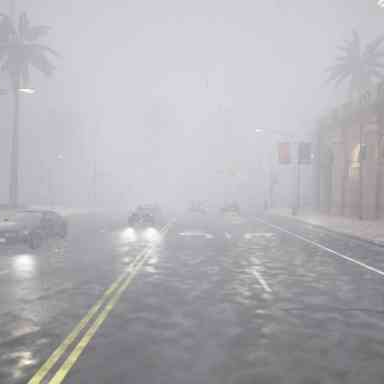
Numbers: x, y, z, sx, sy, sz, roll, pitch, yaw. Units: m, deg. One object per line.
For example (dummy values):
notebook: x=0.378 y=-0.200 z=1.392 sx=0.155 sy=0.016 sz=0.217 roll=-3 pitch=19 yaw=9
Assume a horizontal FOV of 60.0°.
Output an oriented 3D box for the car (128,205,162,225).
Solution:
car: x=-3.326 y=1.598 z=24.109 sx=1.895 sy=1.301 sz=4.718 roll=0 pitch=0 yaw=1

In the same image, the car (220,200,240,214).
car: x=3.963 y=1.521 z=34.837 sx=1.812 sy=1.442 sz=4.674 roll=0 pitch=0 yaw=2

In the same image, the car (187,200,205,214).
car: x=0.429 y=1.543 z=34.857 sx=2.033 sy=1.411 sz=5.357 roll=0 pitch=0 yaw=1

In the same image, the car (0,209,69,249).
car: x=-7.010 y=1.524 z=14.714 sx=1.812 sy=1.442 sz=4.674 roll=0 pitch=0 yaw=1
